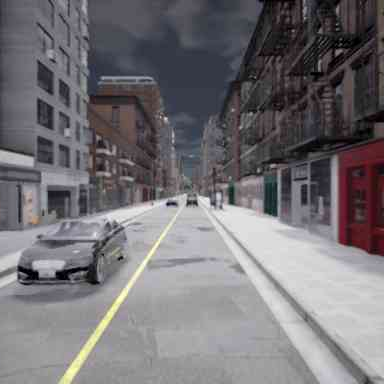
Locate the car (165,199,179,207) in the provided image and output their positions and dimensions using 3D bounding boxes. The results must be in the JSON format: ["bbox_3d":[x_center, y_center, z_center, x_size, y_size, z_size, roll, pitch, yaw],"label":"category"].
[{"bbox_3d":[-3.067,1.659,51.422,1.895,1.301,4.718,0,0,0],"label":"car"}]

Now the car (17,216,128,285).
[{"bbox_3d":[-3.100,1.490,9.560,2.128,1.511,4.902,0,0,0],"label":"car"}]

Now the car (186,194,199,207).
[{"bbox_3d":[0.019,1.539,53.112,1.882,1.535,5.008,0,0,0],"label":"car"}]
